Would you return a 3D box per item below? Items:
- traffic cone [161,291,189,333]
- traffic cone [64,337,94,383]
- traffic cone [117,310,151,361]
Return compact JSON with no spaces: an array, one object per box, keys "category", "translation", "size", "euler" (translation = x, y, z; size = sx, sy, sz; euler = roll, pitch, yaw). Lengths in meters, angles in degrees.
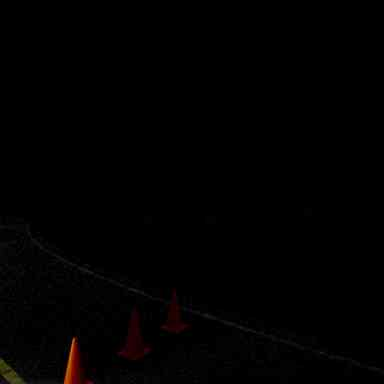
[{"category":"traffic cone","translation":[-0.283,1.932,5.467],"size":[0.340,0.580,0.340],"euler":[1,1,31]},{"category":"traffic cone","translation":[-1.321,1.945,3.766],"size":[0.340,0.580,0.340],"euler":[1,1,31]},{"category":"traffic cone","translation":[-0.802,1.938,4.617],"size":[0.340,0.580,0.340],"euler":[1,1,31]}]
